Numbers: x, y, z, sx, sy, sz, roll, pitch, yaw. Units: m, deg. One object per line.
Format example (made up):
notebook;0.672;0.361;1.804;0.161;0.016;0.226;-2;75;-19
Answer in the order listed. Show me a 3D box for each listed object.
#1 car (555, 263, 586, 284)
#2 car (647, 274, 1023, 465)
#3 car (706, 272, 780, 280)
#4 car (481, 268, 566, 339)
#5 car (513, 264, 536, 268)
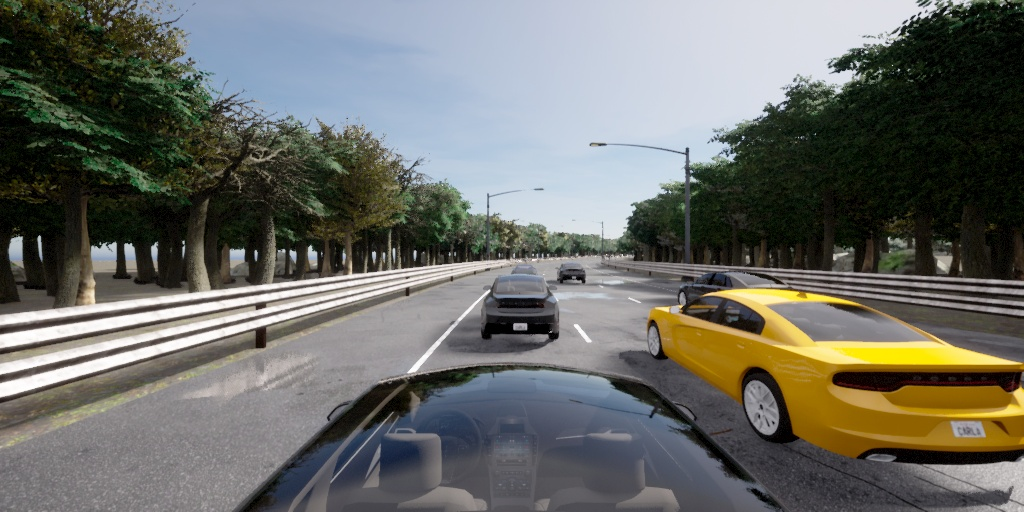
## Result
car;4.456;1.253;27.324;1.837;1.490;4.892;0;0;3
car;3.652;1.227;5.331;1.882;1.535;5.008;0;0;0
car;7.266;1.253;11.963;1.837;1.490;4.892;0;0;2
car;0.224;1.254;10.033;1.837;1.490;4.892;0;0;1
car;0.957;1.313;27.461;1.994;1.385;4.181;0;0;3
